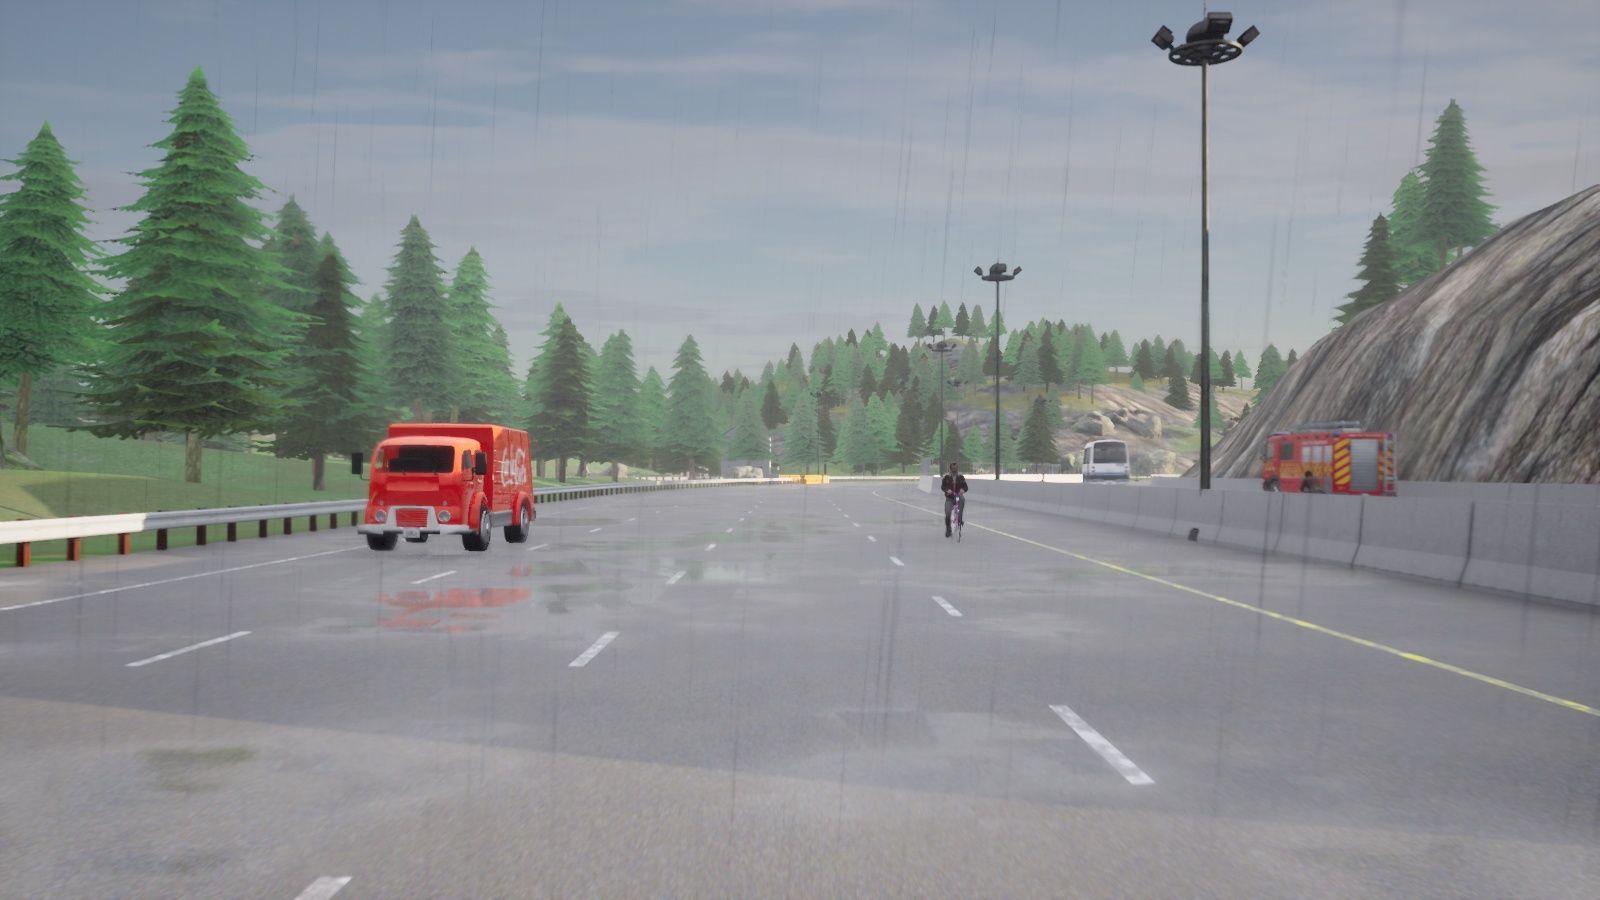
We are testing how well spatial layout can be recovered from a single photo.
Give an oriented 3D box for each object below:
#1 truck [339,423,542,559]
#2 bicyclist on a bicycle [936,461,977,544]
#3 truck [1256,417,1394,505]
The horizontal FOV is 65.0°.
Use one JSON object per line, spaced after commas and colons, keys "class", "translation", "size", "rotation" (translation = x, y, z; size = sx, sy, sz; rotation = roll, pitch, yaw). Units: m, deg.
{"class": "truck", "translation": [-7.064, 0.782, 25.434], "size": [2.627, 2.467, 5.204], "rotation": [0, -1, 0]}
{"class": "bicyclist on a bicycle", "translation": [3.432, 1.135, 27.683], "size": [0.659, 1.776, 1.843], "rotation": [0, -1, 0]}
{"class": "truck", "translation": [24.353, 0.537, 58.801], "size": [2.891, 3.827, 8.468], "rotation": [0, -1, 0]}
